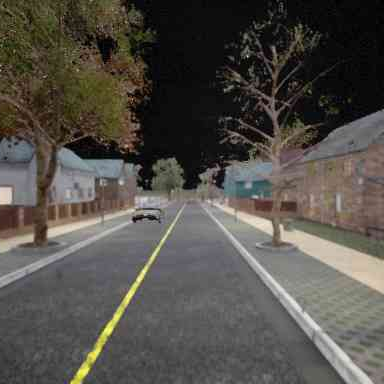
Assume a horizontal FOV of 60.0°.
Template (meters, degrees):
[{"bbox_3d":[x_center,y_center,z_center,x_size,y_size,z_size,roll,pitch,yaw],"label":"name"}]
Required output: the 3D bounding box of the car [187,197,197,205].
[{"bbox_3d":[-0.055,1.755,68.642,2.033,1.411,5.357,0,0,0],"label":"car"}]

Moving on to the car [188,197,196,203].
[{"bbox_3d":[-0.063,1.816,78.476,1.812,1.442,4.674,0,0,0],"label":"car"}]

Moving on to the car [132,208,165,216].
[{"bbox_3d":[-2.766,1.267,22.253,2.033,1.411,5.357,0,0,0],"label":"car"}]
